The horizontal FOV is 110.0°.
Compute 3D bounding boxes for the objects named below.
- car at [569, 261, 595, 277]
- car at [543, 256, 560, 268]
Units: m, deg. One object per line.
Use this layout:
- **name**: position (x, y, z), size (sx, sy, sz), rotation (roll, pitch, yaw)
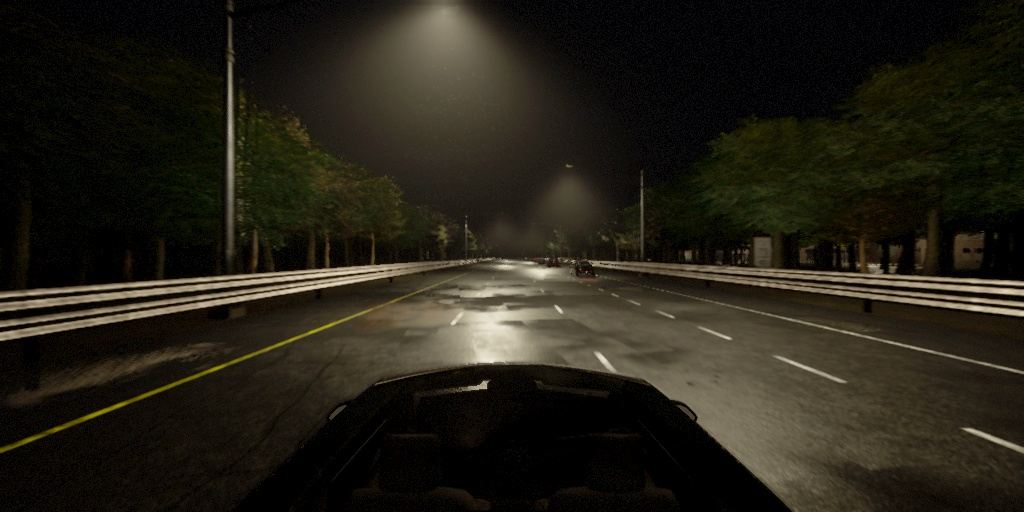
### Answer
- **car**: position (7.005, 1.272, 36.119), size (1.837, 1.490, 4.892), rotation (0, 0, 0)
- **car**: position (7.028, 1.140, 61.972), size (2.097, 1.767, 4.553), rotation (0, 0, 0)
